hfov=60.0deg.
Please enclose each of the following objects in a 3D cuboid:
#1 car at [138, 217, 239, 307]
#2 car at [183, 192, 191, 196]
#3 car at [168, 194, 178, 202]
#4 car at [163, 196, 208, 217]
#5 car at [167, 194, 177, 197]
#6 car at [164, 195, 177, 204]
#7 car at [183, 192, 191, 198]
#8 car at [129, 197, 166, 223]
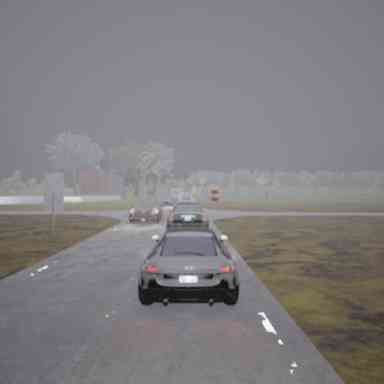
[{"bbox_3d":[-0.059,1.537,8.008,1.994,1.385,4.181,0,0,0],"label":"car"},{"bbox_3d":[-1.299,1.196,79.797,1.994,1.385,4.181,0,0,-1],"label":"car"},{"bbox_3d":[-3.882,1.185,69.356,1.882,1.535,5.008,0,0,-1],"label":"car"},{"bbox_3d":[-0.255,1.290,17.970,2.097,1.767,4.553,0,0,-2],"label":"car"},{"bbox_3d":[-3.607,1.373,48.214,1.994,1.385,4.181,0,0,-1],"label":"car"},{"bbox_3d":[-3.757,1.325,58.097,1.994,1.385,4.181,0,0,0],"label":"car"},{"bbox_3d":[-1.459,0.784,89.805,2.097,1.767,4.553,0,0,-1],"label":"car"},{"bbox_3d":[-3.259,1.267,24.278,2.097,1.767,4.553,0,0,-1],"label":"car"}]
